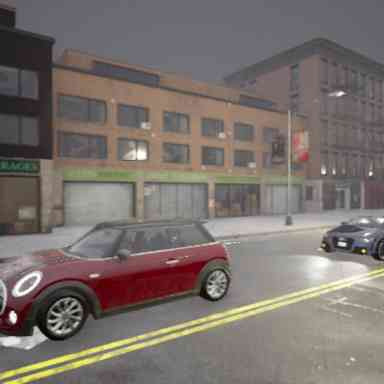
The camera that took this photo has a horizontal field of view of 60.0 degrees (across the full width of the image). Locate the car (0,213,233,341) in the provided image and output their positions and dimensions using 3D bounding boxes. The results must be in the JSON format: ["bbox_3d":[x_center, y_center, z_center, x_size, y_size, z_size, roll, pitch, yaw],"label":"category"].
[{"bbox_3d":[-1.383,1.358,6.655,4.553,1.767,2.097,0,0,-36],"label":"car"}]

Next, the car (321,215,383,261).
[{"bbox_3d":[6.728,1.592,12.469,4.181,1.385,1.994,0,0,-36],"label":"car"}]
